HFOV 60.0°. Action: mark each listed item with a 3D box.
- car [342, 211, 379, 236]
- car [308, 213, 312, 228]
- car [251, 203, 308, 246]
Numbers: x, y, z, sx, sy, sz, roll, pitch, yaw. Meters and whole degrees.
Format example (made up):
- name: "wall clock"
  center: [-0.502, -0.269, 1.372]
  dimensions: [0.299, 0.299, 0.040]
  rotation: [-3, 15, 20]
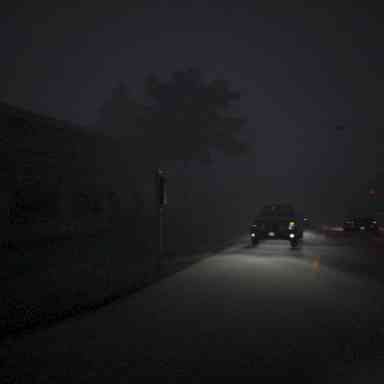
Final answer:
- name: "car"
  center: [10.754, 1.935, 21.382]
  dimensions: [1.812, 1.442, 4.674]
  rotation: [-2, -2, 23]
- name: "car"
  center: [8.695, 2.213, 27.222]
  dimensions: [1.895, 1.301, 4.718]
  rotation: [-2, -2, 23]
- name: "car"
  center: [4.758, 1.650, 18.001]
  dimensions: [2.150, 2.045, 5.566]
  rotation: [-2, -2, 23]
